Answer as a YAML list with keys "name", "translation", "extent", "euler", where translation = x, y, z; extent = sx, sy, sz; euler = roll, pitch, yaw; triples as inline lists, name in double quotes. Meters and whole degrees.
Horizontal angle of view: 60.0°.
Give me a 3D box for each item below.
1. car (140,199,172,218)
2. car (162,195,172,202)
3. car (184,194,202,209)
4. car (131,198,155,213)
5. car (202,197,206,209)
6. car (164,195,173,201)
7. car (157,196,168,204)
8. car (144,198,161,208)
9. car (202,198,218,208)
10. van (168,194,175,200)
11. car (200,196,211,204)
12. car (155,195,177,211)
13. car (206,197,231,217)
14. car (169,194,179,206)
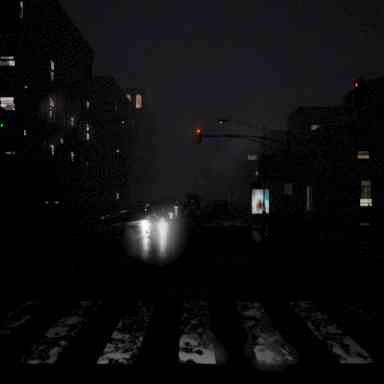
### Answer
- name: "car"
  translation: [-3.149, 1.604, 30.134]
  extent: [1.895, 1.301, 4.718]
  euler: [0, 0, 0]
- name: "car"
  translation: [-5.828, 1.493, 77.398]
  extent: [1.967, 1.590, 4.097]
  euler: [0, 0, 0]
- name: "car"
  translation: [0.034, 1.236, 45.999]
  extent: [2.150, 2.045, 5.566]
  euler: [0, 0, 0]
- name: "car"
  translation: [-5.759, 1.559, 37.523]
  extent: [2.008, 1.369, 4.403]
  euler: [0, 0, 0]
- name: "car"
  translation: [2.612, 1.594, 43.246]
  extent: [1.802, 1.307, 4.206]
  euler: [0, 0, 0]
- name: "car"
  translation: [-5.836, 1.587, 82.925]
  extent: [1.752, 1.417, 4.829]
  euler: [-1, 0, 0]
- name: "car"
  translation: [-5.807, 1.561, 65.836]
  extent: [1.752, 1.417, 4.829]
  euler: [0, 0, 0]
- name: "car"
  translation: [-5.778, 1.568, 48.916]
  extent: [2.008, 1.369, 4.403]
  euler: [0, 0, 0]
- name: "car"
  translation: [2.602, 1.568, 48.943]
  extent: [2.008, 1.369, 4.403]
  euler: [0, 0, 0]
- name: "van"
  translation: [-5.858, 1.424, 94.489]
  extent: [1.690, 1.788, 3.998]
  euler: [-1, 0, 0]
- name: "car"
  translation: [2.573, 1.587, 66.033]
  extent: [2.008, 1.369, 4.403]
  euler: [-1, 0, 0]
- name: "car"
  translation: [-3.165, 1.488, 40.235]
  extent: [1.882, 1.535, 5.008]
  euler: [0, 0, 0]
- name: "car"
  translation: [2.630, 1.444, 31.852]
  extent: [1.967, 1.590, 4.097]
  euler: [0, 0, 0]
- name: "car"
  translation: [-3.176, 1.526, 53.095]
  extent: [1.837, 1.490, 4.892]
  euler: [0, 0, 0]
